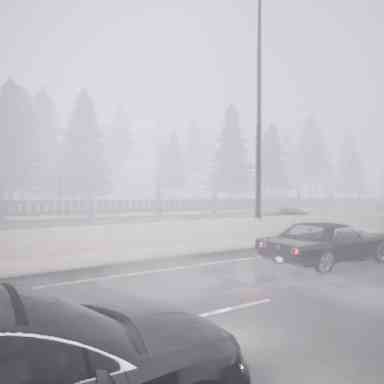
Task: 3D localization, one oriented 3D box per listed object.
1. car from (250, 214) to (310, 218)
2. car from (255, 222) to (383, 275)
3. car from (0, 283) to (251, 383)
[{"bbox_3d":[5.269,1.587,19.647,4.181,1.385,1.994,0,0,-32],"label":"car"},{"bbox_3d":[4.342,1.621,10.563,4.718,1.301,1.895,0,0,-32],"label":"car"},{"bbox_3d":[-1.697,1.491,2.432,4.892,1.490,1.837,1,-1,-35],"label":"car"}]
